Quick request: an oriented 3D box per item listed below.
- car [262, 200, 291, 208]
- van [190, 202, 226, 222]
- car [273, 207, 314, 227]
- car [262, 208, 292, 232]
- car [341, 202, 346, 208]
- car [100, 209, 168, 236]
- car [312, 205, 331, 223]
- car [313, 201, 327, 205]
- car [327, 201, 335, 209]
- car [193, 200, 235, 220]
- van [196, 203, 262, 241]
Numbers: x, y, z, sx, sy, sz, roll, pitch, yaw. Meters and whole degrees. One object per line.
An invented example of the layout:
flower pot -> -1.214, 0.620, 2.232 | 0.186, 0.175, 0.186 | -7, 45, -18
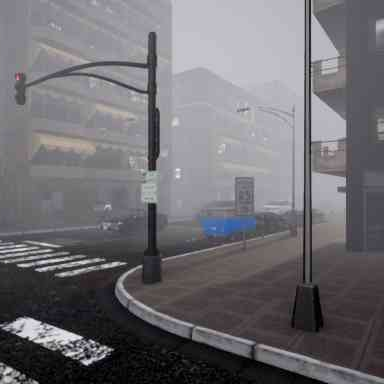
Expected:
car -> 10.271, 2.002, 40.304 | 2.150, 2.045, 5.566 | 0, -1, 36
van -> 1.653, 1.903, 32.731 | 1.690, 1.788, 3.998 | -1, -2, 35
car -> 8.485, 2.158, 27.929 | 1.802, 1.307, 4.206 | -1, -2, 35
car -> 5.275, 2.035, 23.416 | 1.947, 1.339, 4.313 | -1, -2, 35
car -> 40.091, 3.375, 86.754 | 1.752, 1.417, 4.829 | -1, -2, 35
car -> -3.520, 1.815, 20.963 | 2.128, 1.511, 4.902 | 0, -1, 35
car -> 11.697, 2.233, 32.443 | 2.008, 1.369, 4.403 | -1, -2, 35
car -> 24.131, 2.889, 64.320 | 1.802, 1.307, 4.206 | -1, -2, 35
car -> 27.342, 2.728, 68.840 | 2.192, 1.841, 5.009 | -1, -2, 35
car -> 2.617, 1.747, 29.572 | 2.150, 2.045, 5.566 | 0, -1, 37
van -> 2.200, 1.704, 18.809 | 1.690, 1.788, 3.998 | -1, -2, 35
